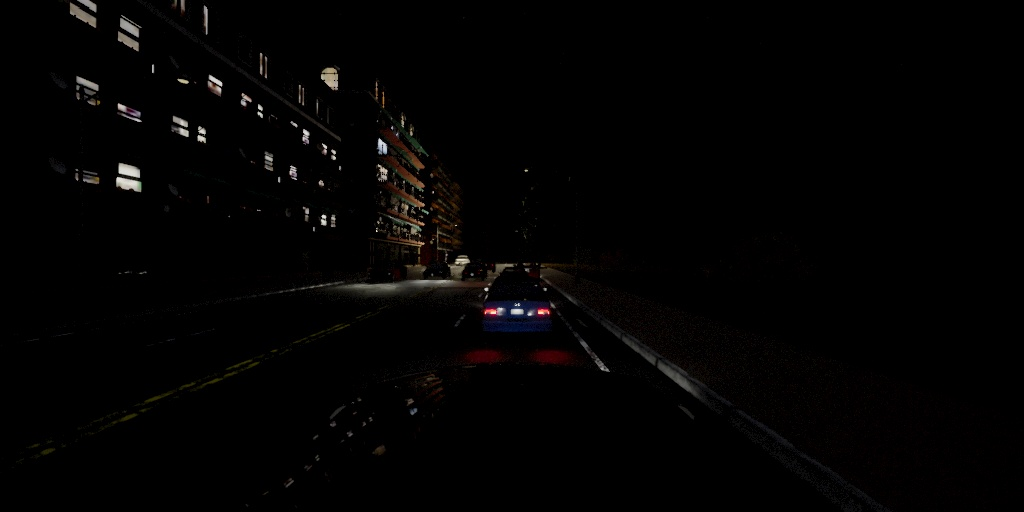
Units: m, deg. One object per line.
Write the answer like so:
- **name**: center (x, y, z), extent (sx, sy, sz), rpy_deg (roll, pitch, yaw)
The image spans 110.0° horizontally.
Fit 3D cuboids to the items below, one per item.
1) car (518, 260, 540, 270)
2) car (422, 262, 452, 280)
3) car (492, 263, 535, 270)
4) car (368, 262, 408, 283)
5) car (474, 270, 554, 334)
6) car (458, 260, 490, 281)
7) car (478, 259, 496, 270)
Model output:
- **car**: center (1.173, 1.104, 29.839), extent (2.097, 1.767, 4.553), rpy_deg (0, 0, 0)
- **car**: center (-6.563, 1.279, 31.856), extent (1.812, 1.442, 4.674), rpy_deg (0, 0, 0)
- **car**: center (0.118, 1.317, 20.904), extent (1.994, 1.385, 4.181), rpy_deg (0, 0, 1)
- **car**: center (-9.816, 1.231, 28.668), extent (1.882, 1.535, 5.008), rpy_deg (0, 0, 0)
- **car**: center (0.112, 1.299, 10.570), extent (2.033, 1.411, 5.357), rpy_deg (0, 0, 0)
- **car**: center (-3.114, 1.280, 30.309), extent (1.812, 1.442, 4.674), rpy_deg (0, -1, 0)
- **car**: center (-3.094, 1.106, 44.554), extent (2.097, 1.767, 4.553), rpy_deg (0, 0, 0)
